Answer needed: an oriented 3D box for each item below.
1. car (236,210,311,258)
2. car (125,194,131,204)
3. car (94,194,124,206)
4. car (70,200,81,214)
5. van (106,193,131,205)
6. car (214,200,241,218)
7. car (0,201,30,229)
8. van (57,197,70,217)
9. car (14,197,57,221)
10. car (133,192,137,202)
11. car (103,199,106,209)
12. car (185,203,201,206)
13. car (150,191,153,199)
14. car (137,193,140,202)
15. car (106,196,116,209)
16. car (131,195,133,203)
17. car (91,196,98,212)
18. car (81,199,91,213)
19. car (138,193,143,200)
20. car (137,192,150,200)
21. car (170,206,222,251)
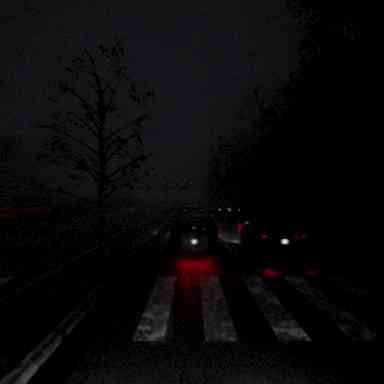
[{"bbox_3d":[3.078,1.621,12.987,1.994,1.385,4.181,0,0,0],"label":"car"},{"bbox_3d":[-13.847,1.333,57.196,5.566,2.045,2.435,-1,0,-20],"label":"car"},{"bbox_3d":[-13.901,1.378,51.200,5.566,2.045,2.435,-1,1,-20],"label":"car"},{"bbox_3d":[-13.875,1.709,33.304,4.674,1.452,2.002,-1,0,-20],"label":"car"},{"bbox_3d":[-13.978,1.317,63.104,4.442,1.987,1.878,-1,1,-20],"label":"van"},{"bbox_3d":[3.080,1.516,29.346,2.097,1.767,4.553,0,0,0],"label":"car"},{"bbox_3d":[-13.711,1.603,21.435,5.366,1.575,1.946,-1,-1,-20],"label":"car"},{"bbox_3d":[-13.776,1.435,30.373,4.442,1.987,1.878,-1,-1,-20],"label":"van"},{"bbox_3d":[-13.855,1.521,27.345,4.553,1.767,2.185,-1,0,-20],"label":"car"},{"bbox_3d":[-13.837,1.392,66.140,4.553,1.767,2.185,-1,1,-20],"label":"car"},{"bbox_3d":[-13.848,1.699,42.273,4.792,1.488,2.163,-1,0,-20],"label":"car"},{"bbox_3d":[0.083,1.695,30.593,1.812,1.442,4.674,0,0,0],"label":"car"},{"bbox_3d":[-14.026,1.336,90.061,5.366,1.575,1.946,-1,1,-20],"label":"car"},{"bbox_3d":[-13.859,1.536,69.113,4.674,1.452,2.002,-1,1,-20],"label":"car"},{"bbox_3d":[-13.869,1.685,48.231,4.674,1.452,2.002,-1,1,-20],"label":"car"},{"bbox_3d":[-13.861,1.564,60.166,4.892,1.521,2.231,-1,1,-20],"label":"car"},{"bbox_3d":[-13.705,1.669,39.346,5.366,1.575,1.946,-1,0,-20],"label":"car"},{"bbox_3d":[-13.905,1.707,36.277,4.792,1.488,2.163,-1,0,-20],"label":"car"},{"bbox_3d":[-13.836,1.503,72.132,4.792,1.488,2.163,-1,0,-20],"label":"car"},{"bbox_3d":[-13.831,1.413,84.137,4.792,1.488,2.163,-1,0,-20],"label":"car"},{"bbox_3d":[0.084,1.570,14.515,1.837,1.490,4.892,0,0,0],"label":"car"}]
